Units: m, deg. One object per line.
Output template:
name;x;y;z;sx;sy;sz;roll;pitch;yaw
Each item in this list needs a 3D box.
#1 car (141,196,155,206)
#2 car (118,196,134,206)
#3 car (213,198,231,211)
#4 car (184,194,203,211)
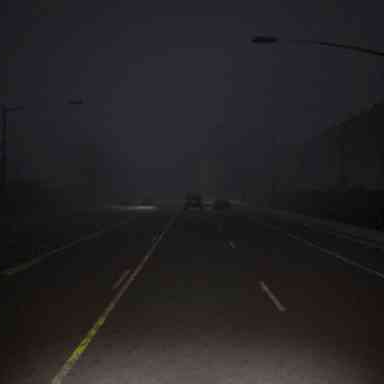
car;-6.971;1.442;53.210;2.128;1.511;4.902;0;0;1
car;-10.472;1.426;53.017;1.882;1.535;5.008;0;0;1
car;3.658;1.481;41.124;1.882;1.535;5.008;0;0;0
car;0.158;1.225;40.615;2.150;2.045;5.566;0;0;0
